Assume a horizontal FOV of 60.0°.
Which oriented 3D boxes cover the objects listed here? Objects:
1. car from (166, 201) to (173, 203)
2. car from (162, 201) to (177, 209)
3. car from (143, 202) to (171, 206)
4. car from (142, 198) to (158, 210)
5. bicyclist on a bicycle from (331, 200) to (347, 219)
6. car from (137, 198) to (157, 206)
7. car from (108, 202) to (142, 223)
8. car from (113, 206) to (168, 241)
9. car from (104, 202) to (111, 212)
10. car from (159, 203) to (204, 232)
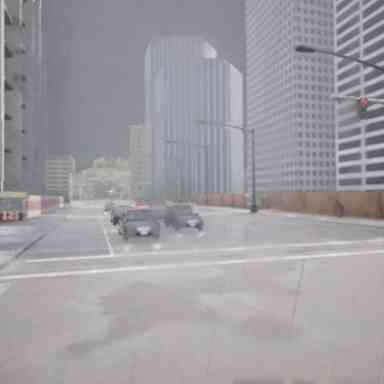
[{"bbox_3d":[-4.812,2.192,50.379,2.128,1.511,4.902,0,-1,-16],"label":"car"},{"bbox_3d":[-4.163,2.348,60.301,1.812,1.442,4.674,0,-1,-16],"label":"car"},{"bbox_3d":[-3.196,1.970,31.704,1.812,1.442,4.674,0,-1,-16],"label":"car"},{"bbox_3d":[-7.643,2.073,60.049,2.150,2.045,5.566,0,-1,-16],"label":"car"},{"bbox_3d":[12.741,1.558,28.780,1.656,1.620,0.582,-1,-1,-16],"label":"bicyclist on a bicycle"},{"bbox_3d":[-5.890,1.941,40.948,2.097,1.767,4.553,0,-1,-16],"label":"car"},{"bbox_3d":[-5.669,1.893,27.669,1.882,1.535,5.008,0,-1,-17],"label":"car"},{"bbox_3d":[-3.004,1.765,18.557,2.128,1.511,4.902,0,-1,-16],"label":"car"},{"bbox_3d":[-12.618,2.355,51.775,1.837,1.490,4.892,0,-1,-16],"label":"car"},{"bbox_3d":[-0.626,1.798,22.896,2.128,1.511,4.902,0,-1,-16],"label":"car"}]
